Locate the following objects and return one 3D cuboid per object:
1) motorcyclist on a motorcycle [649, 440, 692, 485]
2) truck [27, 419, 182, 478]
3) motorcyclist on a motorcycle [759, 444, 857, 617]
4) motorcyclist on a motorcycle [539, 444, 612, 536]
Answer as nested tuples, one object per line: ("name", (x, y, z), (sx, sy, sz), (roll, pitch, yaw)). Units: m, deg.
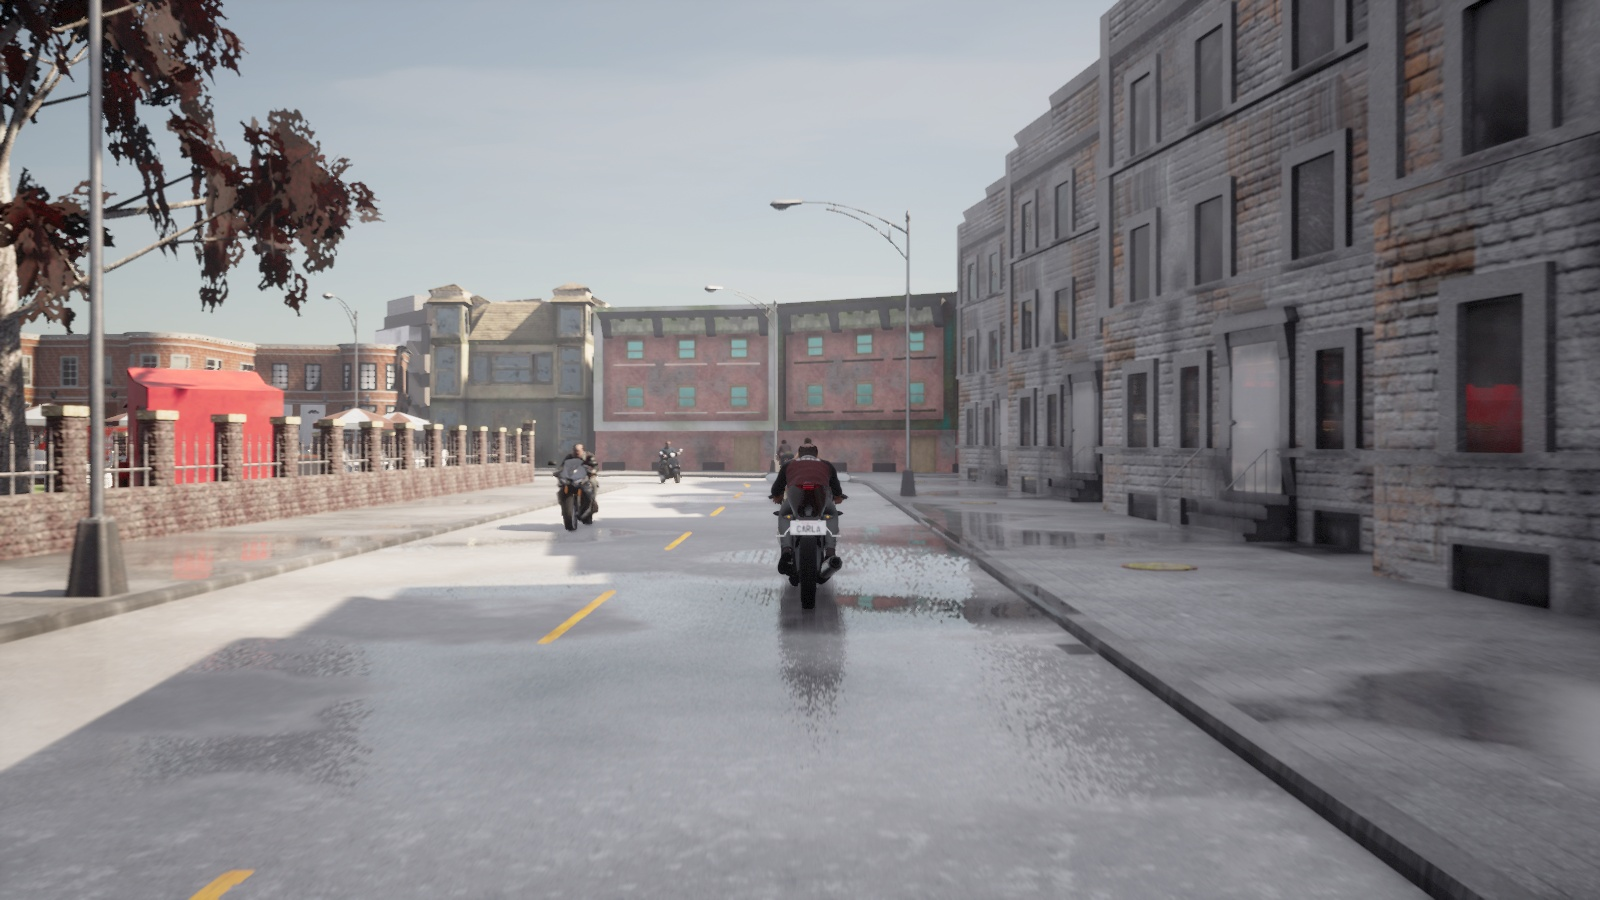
("motorcyclist on a motorcycle", (-4.724, 0.439, 45.827), (0.866, 1.590, 1.817), (-3, 2, -28))
("truck", (-29.828, -0.069, 53.991), (5.204, 2.467, 2.627), (0, 0, 1))
("motorcyclist on a motorcycle", (0.079, 0.712, 12.249), (0.866, 1.530, 2.191), (0, 0, 0))
("motorcyclist on a motorcycle", (-3.873, 0.655, 21.856), (0.866, 1.530, 2.191), (0, 0, 0))
